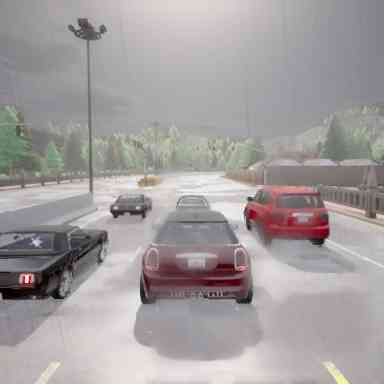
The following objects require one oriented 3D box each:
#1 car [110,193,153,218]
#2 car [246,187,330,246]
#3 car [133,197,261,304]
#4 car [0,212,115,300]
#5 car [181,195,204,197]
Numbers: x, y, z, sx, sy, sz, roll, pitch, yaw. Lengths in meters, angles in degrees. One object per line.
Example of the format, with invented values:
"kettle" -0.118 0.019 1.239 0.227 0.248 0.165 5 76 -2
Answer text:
"car" -3.481 0.727 19.997 1.895 1.301 4.718 0 4 0
"car" 3.551 0.800 13.353 2.150 2.045 5.566 0 4 0
"car" 0.077 1.190 7.985 2.097 1.767 4.553 0 2 0
"car" -3.423 1.443 7.971 1.895 1.301 4.718 0 2 0
"car" 0.034 0.857 17.367 2.033 1.411 5.357 0 4 0
